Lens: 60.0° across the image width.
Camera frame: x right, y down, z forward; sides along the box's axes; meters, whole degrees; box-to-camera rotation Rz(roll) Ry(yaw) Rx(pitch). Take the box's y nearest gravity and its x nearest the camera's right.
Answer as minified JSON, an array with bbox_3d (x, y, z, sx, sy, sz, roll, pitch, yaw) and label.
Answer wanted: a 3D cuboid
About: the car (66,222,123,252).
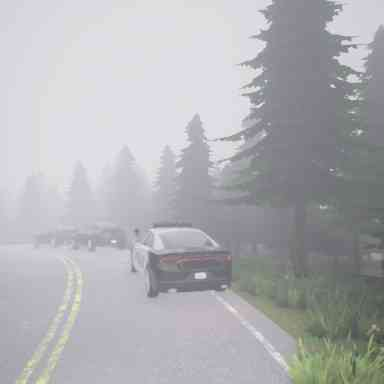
[{"bbox_3d":[-5.397,2.504,18.951,1.837,1.490,4.892,1,-6,-36],"label":"car"}]

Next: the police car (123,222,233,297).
[{"bbox_3d":[-0.598,1.667,9.422,1.930,1.638,5.238,1,-3,-18],"label":"police car"}]

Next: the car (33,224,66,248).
[{"bbox_3d":[-9.651,3.101,23.822,5.008,1.535,1.882,-8,-7,43],"label":"car"}]
